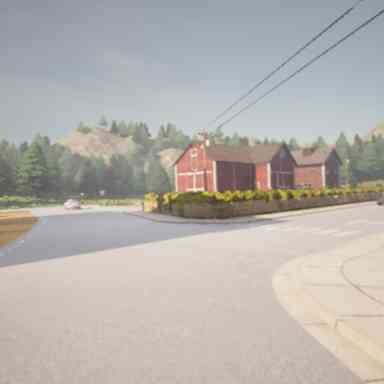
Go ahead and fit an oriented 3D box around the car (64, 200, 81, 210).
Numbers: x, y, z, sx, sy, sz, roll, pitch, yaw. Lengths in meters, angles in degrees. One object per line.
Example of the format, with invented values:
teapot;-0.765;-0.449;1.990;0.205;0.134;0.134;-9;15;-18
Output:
car;-18.173;1.906;50.502;1.812;1.442;4.674;-2;0;-29

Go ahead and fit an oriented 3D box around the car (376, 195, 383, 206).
car;23.516;0.929;39.295;5.357;1.411;2.033;-2;0;-45
